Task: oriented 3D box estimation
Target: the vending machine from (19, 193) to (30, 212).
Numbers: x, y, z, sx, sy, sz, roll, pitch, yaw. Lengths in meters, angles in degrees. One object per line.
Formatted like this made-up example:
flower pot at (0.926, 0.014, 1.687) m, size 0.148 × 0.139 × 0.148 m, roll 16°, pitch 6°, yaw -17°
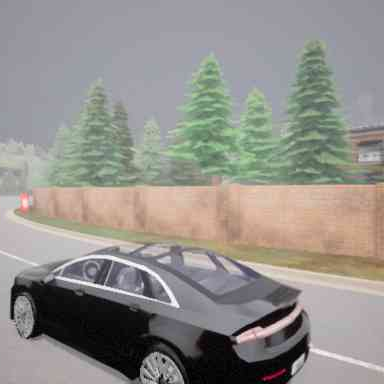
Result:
vending machine at (-19.028, 1.151, 37.824) m, size 1.100 × 2.100 × 0.880 m, roll 0°, pitch 0°, yaw -27°

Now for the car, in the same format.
car at (-0.835, 1.496, 4.838) m, size 4.902 × 1.511 × 2.128 m, roll 0°, pitch 0°, yaw 38°
